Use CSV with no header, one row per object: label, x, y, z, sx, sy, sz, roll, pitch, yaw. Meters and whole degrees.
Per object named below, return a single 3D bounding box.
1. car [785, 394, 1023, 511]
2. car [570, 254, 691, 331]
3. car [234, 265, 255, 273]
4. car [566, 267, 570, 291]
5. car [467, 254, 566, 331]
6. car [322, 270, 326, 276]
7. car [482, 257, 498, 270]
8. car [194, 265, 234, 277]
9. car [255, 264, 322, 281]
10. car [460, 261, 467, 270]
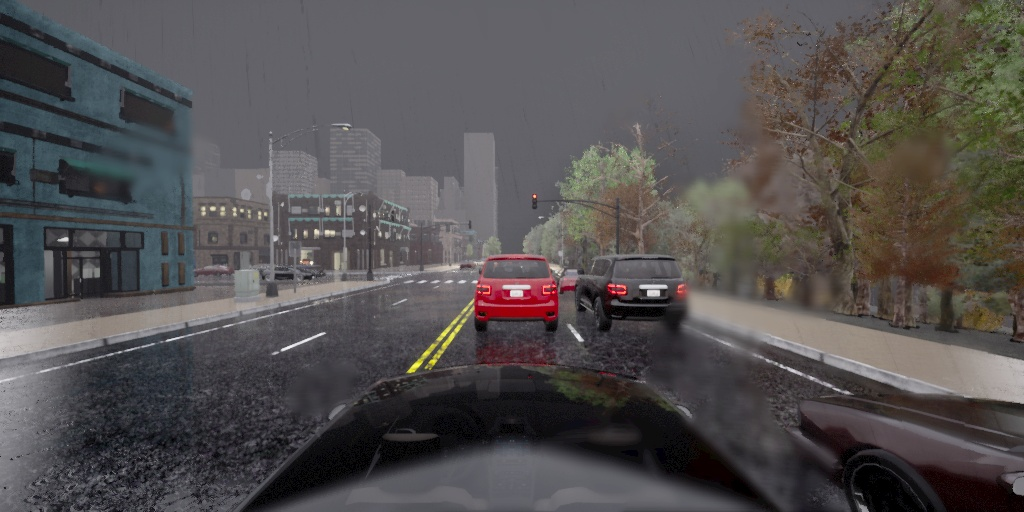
car,3.346,1.298,0.685,2.033,1.411,5.357,0,0,0
car,3.370,0.969,11.109,2.150,2.045,5.566,0,0,1
car,-28.208,1.553,40.513,4.403,1.370,2.007,0,0,0
car,3.386,1.309,20.113,1.994,1.385,4.181,0,0,0
car,0.118,0.969,11.052,2.150,2.045,5.566,0,0,0
car,-20.413,1.535,34.692,4.181,1.385,1.994,-1,1,0
car,-3.245,1.084,53.060,2.097,1.767,4.553,0,0,0
car,-33.743,1.648,40.530,4.207,1.307,1.802,0,0,0
car,-19.891,1.559,31.985,4.313,1.339,1.948,0,0,0
car,-6.498,1.333,52.604,1.895,1.301,4.718,0,0,0
